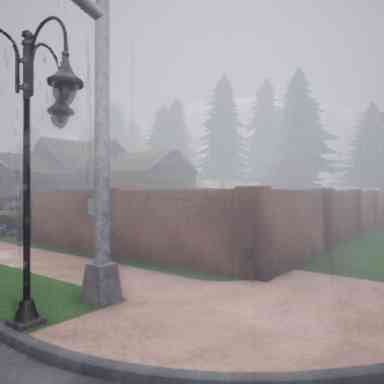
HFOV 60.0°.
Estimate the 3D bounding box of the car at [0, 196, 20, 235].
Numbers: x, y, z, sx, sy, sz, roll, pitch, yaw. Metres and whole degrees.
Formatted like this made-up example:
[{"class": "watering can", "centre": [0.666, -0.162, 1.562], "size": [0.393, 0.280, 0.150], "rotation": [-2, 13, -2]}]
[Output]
[{"class": "car", "centre": [-8.985, 1.189, 17.833], "size": [1.932, 1.855, 4.605], "rotation": [0, 0, 36]}]
